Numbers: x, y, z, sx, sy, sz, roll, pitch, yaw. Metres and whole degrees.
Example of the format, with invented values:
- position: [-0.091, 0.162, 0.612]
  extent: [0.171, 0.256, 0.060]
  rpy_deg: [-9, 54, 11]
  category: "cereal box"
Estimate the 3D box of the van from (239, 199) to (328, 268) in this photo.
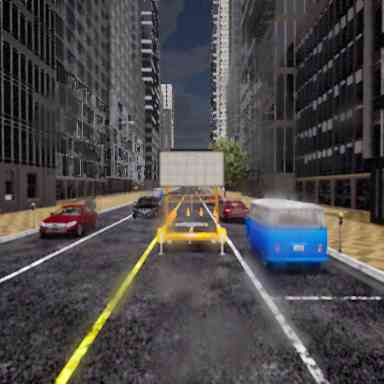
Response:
- position: [2.684, 1.144, 10.216]
  extent: [1.690, 1.788, 3.998]
  rpy_deg: [0, 1, 0]
  category: "van"

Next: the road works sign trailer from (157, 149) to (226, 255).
- position: [-0.007, 0.229, 12.216]
  extent: [2.380, 3.560, 2.880]
  rpy_deg: [0, 1, 0]
  category: "road works sign trailer"

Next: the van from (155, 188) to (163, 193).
- position: [-5.720, 0.266, 55.746]
  extent: [1.690, 1.788, 3.998]
  rpy_deg: [0, 1, 0]
  category: "van"

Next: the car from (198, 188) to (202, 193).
- position: [2.655, 0.131, 67.131]
  extent: [1.967, 1.590, 4.097]
  rpy_deg: [0, 1, 0]
  category: "car"

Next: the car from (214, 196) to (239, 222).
- position: [2.678, 1.168, 21.602]
  extent: [1.802, 1.307, 4.206]
  rpy_deg: [0, 1, 0]
  category: "car"

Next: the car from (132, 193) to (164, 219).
- position: [-3.112, 1.042, 24.171]
  extent: [1.837, 1.490, 4.892]
  rpy_deg: [0, 1, 0]
  category: "car"

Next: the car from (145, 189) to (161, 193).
- position: [-5.714, 0.702, 44.367]
  extent: [2.008, 1.369, 4.403]
  rpy_deg: [0, 1, 0]
  category: "car"

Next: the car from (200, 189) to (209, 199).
- position: [2.664, 0.590, 50.059]
  extent: [2.008, 1.369, 4.403]
  rpy_deg: [0, 1, 0]
  category: "car"

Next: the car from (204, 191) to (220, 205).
- position: [2.669, 0.843, 38.677]
  extent: [1.802, 1.307, 4.206]
  rpy_deg: [0, 1, 0]
  category: "car"

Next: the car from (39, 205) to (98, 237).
- position: [-5.700, 1.276, 15.909]
  extent: [1.802, 1.307, 4.206]
  rpy_deg: [0, 1, 0]
  category: "car"

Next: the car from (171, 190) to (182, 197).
- position: [-3.050, 0.326, 65.439]
  extent: [1.895, 1.301, 4.718]
  rpy_deg: [0, 1, 0]
  category: "car"

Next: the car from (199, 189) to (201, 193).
- position: [2.661, 0.476, 55.750]
  extent: [2.008, 1.369, 4.403]
  rpy_deg: [0, 1, 0]
  category: "car"

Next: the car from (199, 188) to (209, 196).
- position: [2.652, 0.014, 72.821]
  extent: [1.967, 1.590, 4.097]
  rpy_deg: [0, 1, 0]
  category: "car"
